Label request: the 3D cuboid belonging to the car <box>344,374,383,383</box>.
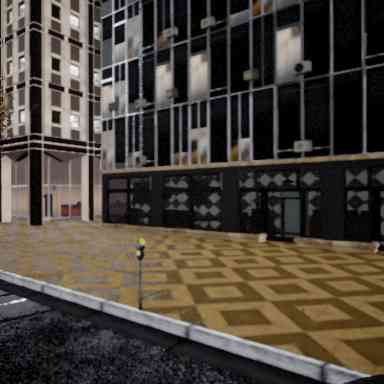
[{"bbox_3d":[2.646,1.553,1.114,4.403,1.369,2.008,0,0,35],"label":"car"}]
